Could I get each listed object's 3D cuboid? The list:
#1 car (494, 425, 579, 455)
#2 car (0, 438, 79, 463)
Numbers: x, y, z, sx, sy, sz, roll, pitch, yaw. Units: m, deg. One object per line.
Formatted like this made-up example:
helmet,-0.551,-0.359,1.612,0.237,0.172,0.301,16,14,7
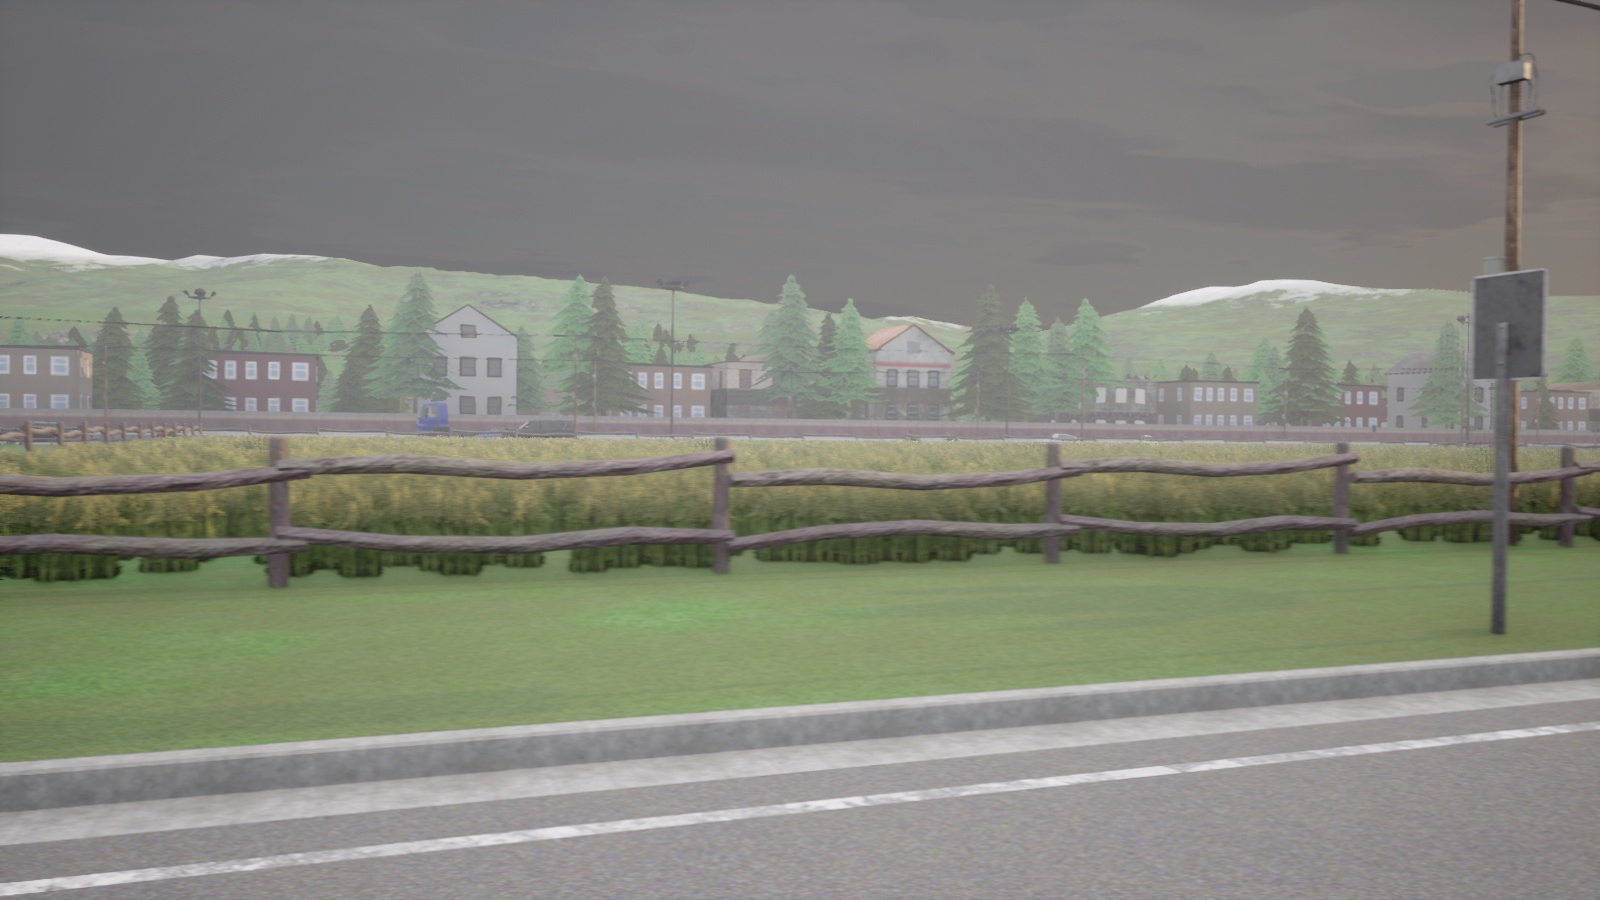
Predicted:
car,-18.526,-0.712,88.281,5.566,2.045,2.150,-1,1,-21
car,-49.198,0.017,80.536,4.892,1.490,1.837,-1,1,-21
